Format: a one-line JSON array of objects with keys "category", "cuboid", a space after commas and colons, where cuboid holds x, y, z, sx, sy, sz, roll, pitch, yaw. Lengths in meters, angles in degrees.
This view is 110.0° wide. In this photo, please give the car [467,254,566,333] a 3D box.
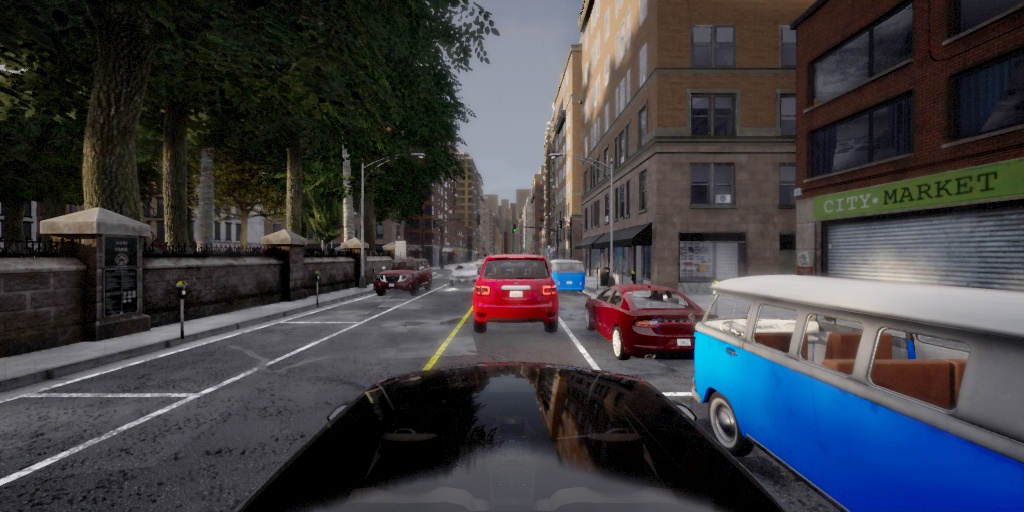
[{"category": "car", "cuboid": [0.088, 0.970, 10.929, 2.150, 2.045, 5.566, 0, 0, 0]}]

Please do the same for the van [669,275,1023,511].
[{"category": "van", "cuboid": [2.856, 1.091, 2.512, 1.690, 1.789, 3.998, 0, 0, 0]}]

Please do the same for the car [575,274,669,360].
[{"category": "car", "cuboid": [2.850, 1.294, 8.173, 1.888, 1.381, 4.507, 0, 0, 0]}]

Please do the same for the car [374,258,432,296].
[{"category": "car", "cuboid": [-5.685, 1.059, 19.446, 2.192, 1.841, 5.009, 0, 0, 0]}]

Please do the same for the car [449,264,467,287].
[{"category": "car", "cuboid": [-3.072, 1.266, 24.680, 1.812, 1.442, 4.674, 0, 0, 0]}]

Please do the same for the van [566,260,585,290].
[{"category": "van", "cuboid": [2.839, 1.085, 19.494, 1.690, 1.789, 3.998, 0, 0, 0]}]
